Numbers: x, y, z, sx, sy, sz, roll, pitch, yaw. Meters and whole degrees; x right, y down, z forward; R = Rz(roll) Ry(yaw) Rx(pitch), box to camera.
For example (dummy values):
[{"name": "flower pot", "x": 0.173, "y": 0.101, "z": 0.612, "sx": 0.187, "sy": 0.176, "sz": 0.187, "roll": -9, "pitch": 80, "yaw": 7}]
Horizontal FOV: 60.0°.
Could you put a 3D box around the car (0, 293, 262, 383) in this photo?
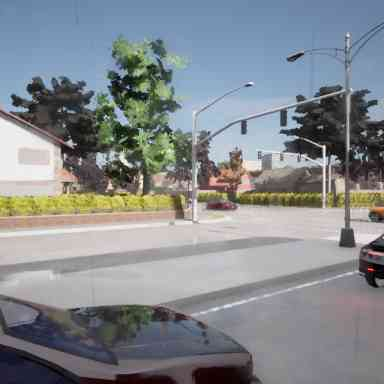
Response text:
[{"name": "car", "x": -1.954, "y": 1.547, "z": 2.355, "sx": 5.357, "sy": 1.411, "sz": 2.033, "roll": 0, "pitch": 0, "yaw": -35}]

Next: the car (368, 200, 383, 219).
[{"name": "car", "x": 15.039, "y": 1.352, "z": 23.349, "sx": 2.097, "sy": 1.767, "sz": 4.553, "roll": 0, "pitch": 0, "yaw": -34}]

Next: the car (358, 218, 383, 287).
[{"name": "car", "x": 5.965, "y": 1.492, "z": 8.038, "sx": 4.902, "sy": 1.511, "sz": 2.128, "roll": 0, "pitch": 0, "yaw": -35}]

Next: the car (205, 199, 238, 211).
[{"name": "car", "x": 3.485, "y": 1.564, "z": 39.619, "sx": 1.994, "sy": 1.385, "sz": 4.181, "roll": 0, "pitch": 0, "yaw": -36}]
